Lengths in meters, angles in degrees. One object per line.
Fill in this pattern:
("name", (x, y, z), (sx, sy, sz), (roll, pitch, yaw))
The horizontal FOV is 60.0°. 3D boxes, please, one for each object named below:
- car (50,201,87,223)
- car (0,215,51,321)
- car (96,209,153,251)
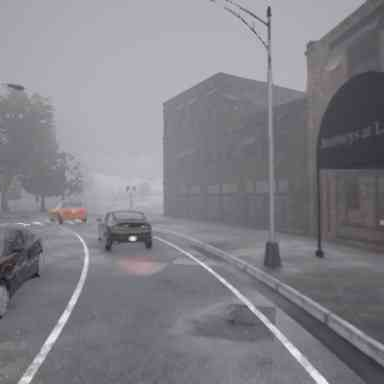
("car", (-10.210, 1.554, 27.265), (2.097, 1.767, 4.553), (0, -1, -33))
("car", (-4.611, 1.509, 7.233), (1.882, 1.535, 5.008), (0, 0, -13))
("car", (-3.019, 1.535, 14.590), (1.837, 1.490, 4.892), (0, -1, -20))
